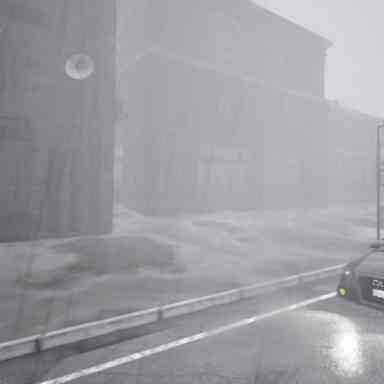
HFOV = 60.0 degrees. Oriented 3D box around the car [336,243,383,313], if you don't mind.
[{"bbox_3d":[4.859,1.562,6.839,4.181,1.385,1.994,0,0,-35],"label":"car"}]
